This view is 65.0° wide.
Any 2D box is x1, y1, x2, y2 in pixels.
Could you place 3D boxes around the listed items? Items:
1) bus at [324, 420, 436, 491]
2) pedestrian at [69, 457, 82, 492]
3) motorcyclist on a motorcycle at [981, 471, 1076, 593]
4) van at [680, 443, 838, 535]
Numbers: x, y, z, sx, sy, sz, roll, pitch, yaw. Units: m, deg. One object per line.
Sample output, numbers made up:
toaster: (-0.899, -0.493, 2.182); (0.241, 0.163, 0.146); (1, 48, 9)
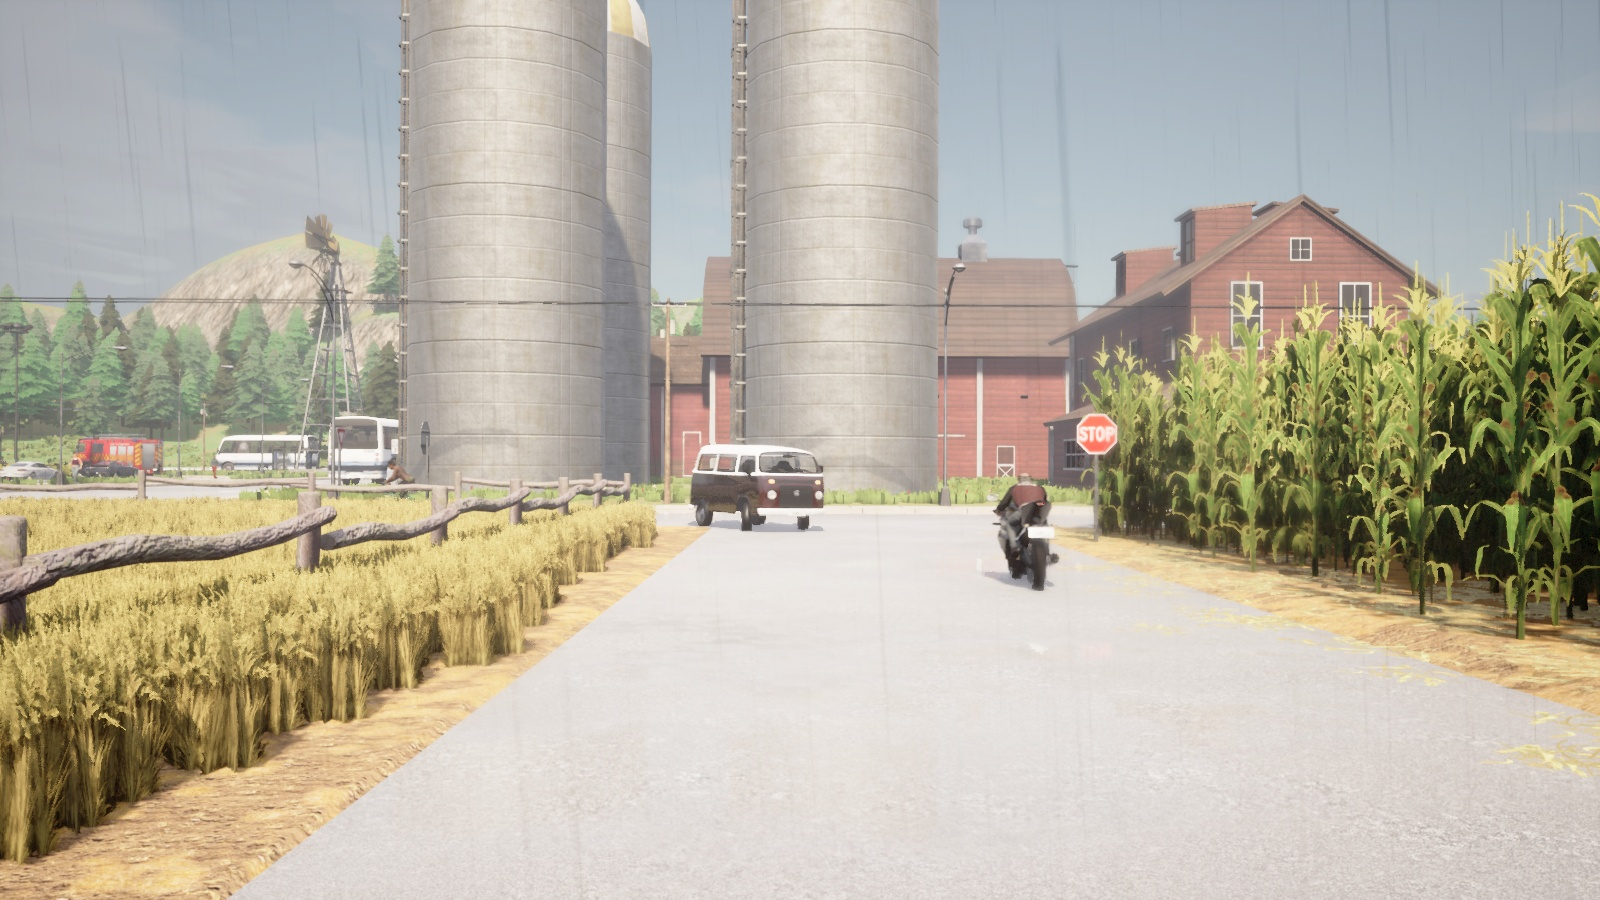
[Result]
bus: (-26.623, 0.360, 80.320); (3.944, 4.253, 10.273); (0, -1, -1)
pedestrian: (-38.176, 1.305, 66.147); (0.345, 1.836, 0.594); (0, -1, -2)
motorcyclist on a motorcycle: (3.052, 1.061, 17.013); (0.866, 1.530, 2.191); (0, -1, 0)
van: (-1.091, 0.889, 30.259); (2.069, 2.038, 4.480); (1, -1, -27)
